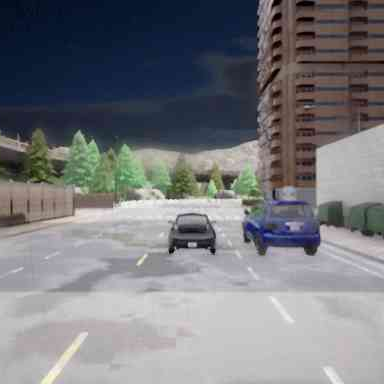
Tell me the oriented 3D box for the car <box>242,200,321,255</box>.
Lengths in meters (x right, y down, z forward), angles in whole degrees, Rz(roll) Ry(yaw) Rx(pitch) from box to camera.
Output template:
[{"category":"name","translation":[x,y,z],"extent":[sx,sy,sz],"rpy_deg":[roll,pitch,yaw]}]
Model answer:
[{"category":"car","translation":[3.514,1.353,14.014],"extent":[2.150,2.045,5.566],"rpy_deg":[0,0,0]}]

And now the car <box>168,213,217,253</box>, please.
[{"category":"car","translation":[0.017,1.647,14.280],"extent":[1.837,1.490,4.892],"rpy_deg":[0,0,0]}]
